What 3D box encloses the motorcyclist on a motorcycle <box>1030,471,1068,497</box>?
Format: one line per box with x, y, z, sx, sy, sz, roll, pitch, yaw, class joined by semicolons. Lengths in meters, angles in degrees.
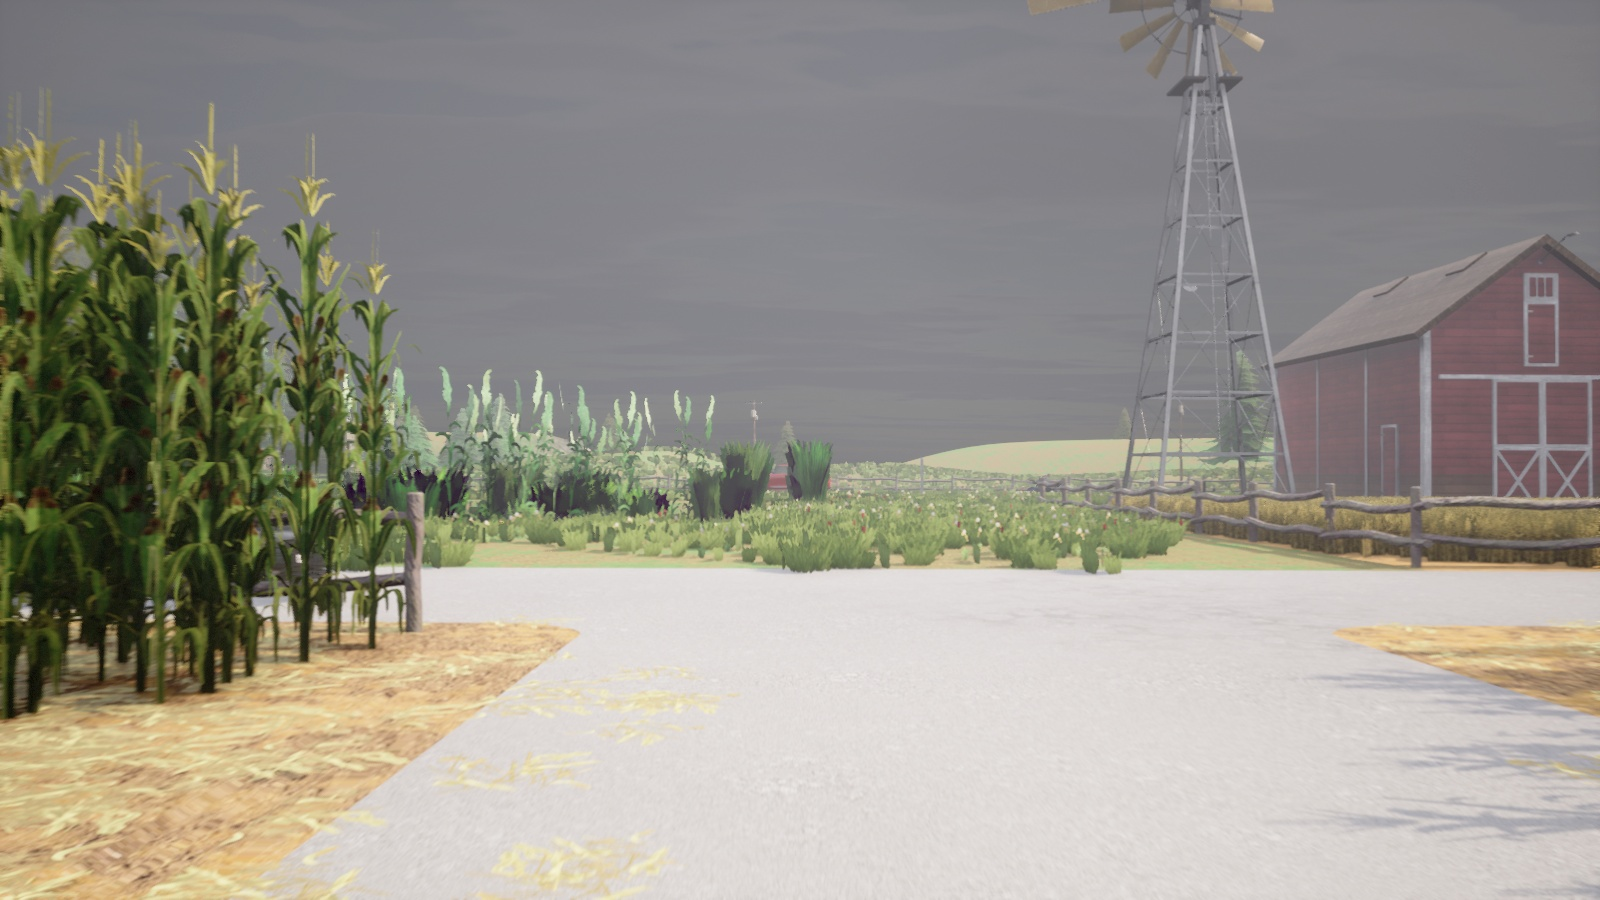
14.993;2.055;75.606;2.191;1.530;0.866;0;-1;5;motorcyclist on a motorcycle

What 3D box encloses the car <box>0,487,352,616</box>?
-7.776;1.160;14.942;4.181;1.385;1.994;0;-1;0;car

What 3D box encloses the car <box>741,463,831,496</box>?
-0.852;1.881;80.301;5.566;2.045;2.150;0;-1;5;car
